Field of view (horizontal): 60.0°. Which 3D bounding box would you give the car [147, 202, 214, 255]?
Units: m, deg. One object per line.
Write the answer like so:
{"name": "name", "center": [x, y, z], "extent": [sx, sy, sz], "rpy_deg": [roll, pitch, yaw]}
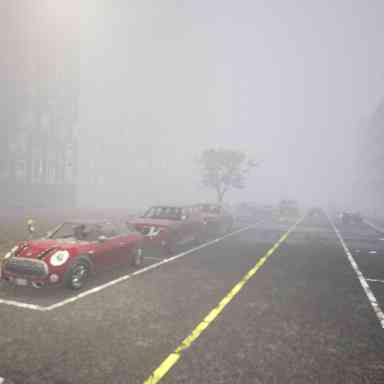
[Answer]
{"name": "car", "center": [-0.964, 1.445, 14.399], "extent": [2.192, 1.841, 5.009], "rpy_deg": [2, 0, 21]}

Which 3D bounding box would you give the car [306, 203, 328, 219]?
{"name": "car", "center": [13.814, 2.206, 36.902], "extent": [1.812, 1.442, 4.674], "rpy_deg": [1, -1, 21]}

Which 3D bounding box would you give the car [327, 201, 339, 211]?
{"name": "car", "center": [27.076, 2.661, 64.132], "extent": [1.967, 1.590, 4.097], "rpy_deg": [2, 0, 21]}

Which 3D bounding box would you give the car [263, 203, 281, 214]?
{"name": "car", "center": [11.096, 2.232, 45.868], "extent": [1.752, 1.417, 4.829], "rpy_deg": [2, 0, 21]}

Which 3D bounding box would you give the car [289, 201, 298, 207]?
{"name": "car", "center": [25.305, 2.892, 82.927], "extent": [1.887, 1.381, 4.507], "rpy_deg": [2, 0, 21]}

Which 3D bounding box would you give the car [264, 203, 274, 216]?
{"name": "car", "center": [9.134, 2.197, 40.755], "extent": [1.802, 1.307, 4.206], "rpy_deg": [2, 0, 21]}

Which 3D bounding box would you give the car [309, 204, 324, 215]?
{"name": "car", "center": [17.358, 2.447, 46.262], "extent": [1.895, 1.301, 4.718], "rpy_deg": [1, -1, 22]}

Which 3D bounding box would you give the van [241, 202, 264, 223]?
{"name": "van", "center": [5.099, 1.765, 30.213], "extent": [1.690, 1.788, 3.998], "rpy_deg": [2, 0, 21]}

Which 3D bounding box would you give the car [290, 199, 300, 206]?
{"name": "car", "center": [27.334, 2.751, 88.199], "extent": [2.192, 1.841, 5.009], "rpy_deg": [2, 0, 21]}

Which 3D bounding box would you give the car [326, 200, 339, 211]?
{"name": "car", "center": [25.055, 2.569, 58.861], "extent": [1.967, 1.590, 4.097], "rpy_deg": [2, 0, 21]}

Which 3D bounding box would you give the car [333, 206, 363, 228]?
{"name": "car", "center": [12.922, 2.117, 27.228], "extent": [2.008, 1.369, 4.403], "rpy_deg": [2, 0, 21]}

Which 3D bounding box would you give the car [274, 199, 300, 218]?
{"name": "car", "center": [11.472, 1.874, 39.340], "extent": [2.150, 2.045, 5.566], "rpy_deg": [1, -1, 21]}

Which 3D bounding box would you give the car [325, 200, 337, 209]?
{"name": "car", "center": [31.122, 2.716, 74.674], "extent": [2.192, 1.841, 5.009], "rpy_deg": [2, 0, 21]}

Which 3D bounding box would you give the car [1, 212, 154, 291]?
{"name": "car", "center": [-2.989, 1.470, 9.127], "extent": [1.967, 1.590, 4.097], "rpy_deg": [2, 0, 21]}

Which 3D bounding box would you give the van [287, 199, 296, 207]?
{"name": "van", "center": [23.290, 2.600, 77.656], "extent": [1.690, 1.788, 3.998], "rpy_deg": [2, 0, 21]}

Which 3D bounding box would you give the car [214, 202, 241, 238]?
{"name": "car", "center": [1.057, 1.544, 19.671], "extent": [2.192, 1.841, 5.009], "rpy_deg": [2, 0, 21]}

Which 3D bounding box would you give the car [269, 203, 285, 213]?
{"name": "car", "center": [13.176, 2.384, 51.298], "extent": [1.802, 1.307, 4.206], "rpy_deg": [2, 0, 21]}
